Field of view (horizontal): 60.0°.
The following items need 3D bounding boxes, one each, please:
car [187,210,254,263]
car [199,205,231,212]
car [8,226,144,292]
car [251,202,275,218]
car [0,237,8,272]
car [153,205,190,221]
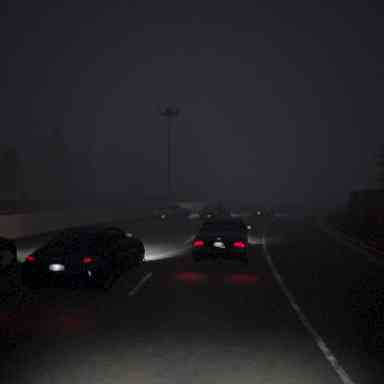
[{"bbox_3d":[1.182,1.626,12.405,2.033,1.411,5.357,0,0,9],"label":"car"},{"bbox_3d":[2.181,1.787,30.165,1.895,1.301,4.718,0,0,19],"label":"car"},{"bbox_3d":[-2.701,1.610,9.161,1.994,1.385,4.181,0,0,6],"label":"car"},{"bbox_3d":[7.090,1.746,33.042,1.812,1.442,4.674,0,0,22],"label":"car"},{"bbox_3d":[-6.336,1.532,8.105,1.837,1.490,4.892,0,0,5],"label":"car"},{"bbox_3d":[-1.690,1.771,29.681,1.895,1.301,4.718,0,0,19],"label":"car"}]
